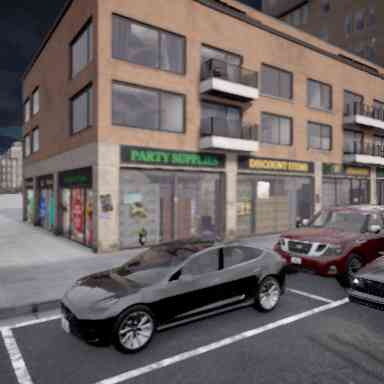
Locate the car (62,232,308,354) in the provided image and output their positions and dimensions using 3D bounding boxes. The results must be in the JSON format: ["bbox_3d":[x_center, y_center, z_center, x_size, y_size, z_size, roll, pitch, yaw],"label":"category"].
[{"bbox_3d":[-0.076,1.568,6.133,4.313,1.339,1.947,0,0,-35],"label":"car"}]

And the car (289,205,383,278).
[{"bbox_3d":[4.551,1.322,9.431,5.009,1.841,2.192,0,0,-35],"label":"car"}]

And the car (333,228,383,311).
[{"bbox_3d":[5.465,1.554,6.966,5.357,1.411,2.033,0,0,-35],"label":"car"}]
